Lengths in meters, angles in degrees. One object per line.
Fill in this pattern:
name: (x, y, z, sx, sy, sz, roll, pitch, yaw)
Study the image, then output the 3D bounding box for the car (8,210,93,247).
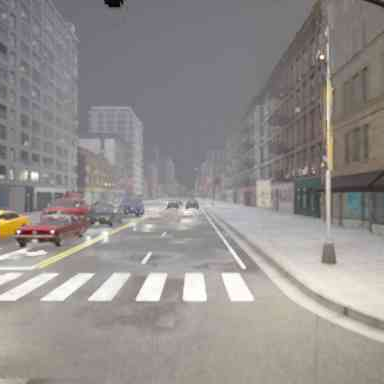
car: (-6.594, 1.774, 16.173, 1.895, 1.301, 4.718, 0, -1, 0)

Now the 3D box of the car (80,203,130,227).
car: (-6.562, 1.820, 25.818, 2.033, 1.411, 5.357, 0, -1, 0)

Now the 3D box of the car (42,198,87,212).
car: (-9.814, 1.499, 26.219, 2.150, 2.045, 5.566, 0, -1, 0)

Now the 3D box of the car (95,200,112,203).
car: (-9.757, 1.730, 36.207, 2.097, 1.767, 4.553, 0, -1, 0)

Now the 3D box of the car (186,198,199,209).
car: (0.067, 1.930, 56.551, 2.097, 1.767, 4.553, 0, -1, 0)

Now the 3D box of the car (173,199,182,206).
car: (-3.264, 2.327, 75.894, 1.994, 1.385, 4.181, 0, -1, 0)

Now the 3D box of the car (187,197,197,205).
car: (-0.014, 2.129, 75.988, 2.097, 1.767, 4.553, 0, -1, 0)

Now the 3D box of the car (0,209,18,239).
car: (-9.846, 1.653, 16.281, 1.882, 1.535, 5.008, 0, -1, 0)

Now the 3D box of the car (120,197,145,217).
car: (-6.507, 1.600, 36.297, 2.150, 2.045, 5.566, 0, -1, 0)

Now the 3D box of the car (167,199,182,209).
car: (-3.160, 2.108, 56.764, 1.812, 1.442, 4.674, 0, -1, 0)
